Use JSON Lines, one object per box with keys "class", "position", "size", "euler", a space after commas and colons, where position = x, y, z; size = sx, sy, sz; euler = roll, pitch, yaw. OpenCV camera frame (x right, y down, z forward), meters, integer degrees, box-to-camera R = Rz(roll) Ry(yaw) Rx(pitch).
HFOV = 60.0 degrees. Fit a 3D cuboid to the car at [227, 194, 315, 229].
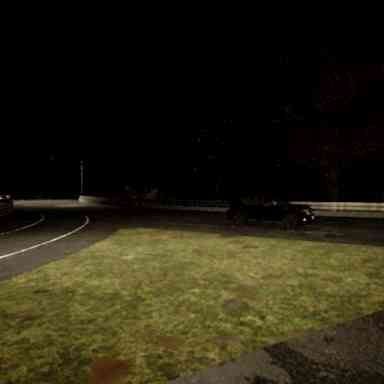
{"class": "car", "position": [4.956, 1.173, 21.558], "size": [5.566, 2.045, 2.150], "euler": [0, 0, 33]}
